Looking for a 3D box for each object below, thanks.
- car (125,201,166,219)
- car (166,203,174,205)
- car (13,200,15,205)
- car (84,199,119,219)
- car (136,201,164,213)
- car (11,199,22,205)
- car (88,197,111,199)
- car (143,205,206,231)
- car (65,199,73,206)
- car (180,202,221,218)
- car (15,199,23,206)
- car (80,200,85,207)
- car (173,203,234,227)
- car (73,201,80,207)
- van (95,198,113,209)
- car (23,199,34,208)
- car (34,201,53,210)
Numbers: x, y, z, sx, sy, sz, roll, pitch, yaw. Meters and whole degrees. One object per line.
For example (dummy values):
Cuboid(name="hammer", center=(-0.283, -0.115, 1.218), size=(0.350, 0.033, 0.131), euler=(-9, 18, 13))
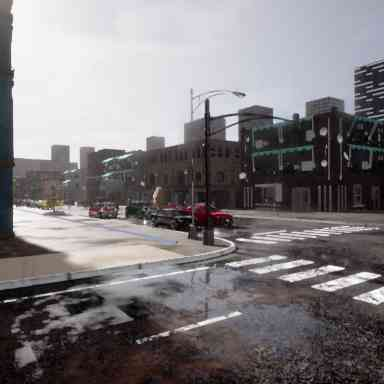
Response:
Cuboid(name="car", center=(-4.897, 1.689, 32.875), size=(2.097, 1.767, 4.553), euler=(-1, 0, -35))
Cuboid(name="car", center=(-2.402, 1.904, 39.355), size=(1.802, 1.307, 4.206), euler=(-2, 0, -35))
Cuboid(name="car", center=(-41.240, 2.548, 79.672), size=(2.008, 1.369, 4.403), euler=(-1, 0, -35))
Cuboid(name="car", center=(-9.242, 1.847, 34.508), size=(1.967, 1.590, 4.097), euler=(-1, 0, -35))
Cuboid(name="car", center=(-5.601, 1.966, 43.871), size=(1.802, 1.307, 4.206), euler=(-1, 0, -35))
Cuboid(name="car", center=(-44.439, 2.598, 84.188), size=(1.887, 1.381, 4.507), euler=(-1, 0, -35))
Cuboid(name="car", center=(-11.044, 1.678, 41.567), size=(2.150, 2.045, 5.566), euler=(-1, 0, -35))
Cuboid(name="car", center=(-1.315, 1.815, 23.116), size=(1.947, 1.339, 4.313), euler=(-1, 0, -35))
Cuboid(name="car", center=(-28.003, 2.364, 75.486), size=(1.947, 1.339, 4.313), euler=(-1, 0, -35))
Cuboid(name="car", center=(0.797, 1.810, 34.839), size=(2.008, 1.369, 4.403), euler=(-2, 0, -35))
Cuboid(name="car", center=(-38.042, 2.380, 75.155), size=(1.967, 1.590, 4.097), euler=(-1, 0, -35))
Cuboid(name="car", center=(-18.408, 1.940, 61.936), size=(2.192, 1.841, 5.009), euler=(-1, 0, -35))
Cuboid(name="car", center=(0.964, 1.698, 24.602), size=(1.882, 1.535, 5.008), euler=(-1, 0, -35))
Cuboid(name="car", center=(-21.603, 2.228, 66.453), size=(1.887, 1.381, 4.507), euler=(-1, 0, -35))
Cuboid(name="van", center=(-15.207, 1.907, 57.420), size=(1.690, 1.788, 3.998), euler=(-1, 0, -35))
Cuboid(name="car", center=(-31.640, 2.376, 66.123), size=(2.008, 1.369, 4.403), euler=(-1, 0, -35))
Cuboid(name="car", center=(-25.141, 2.233, 56.951), size=(1.752, 1.417, 4.829), euler=(-1, 0, -35))
